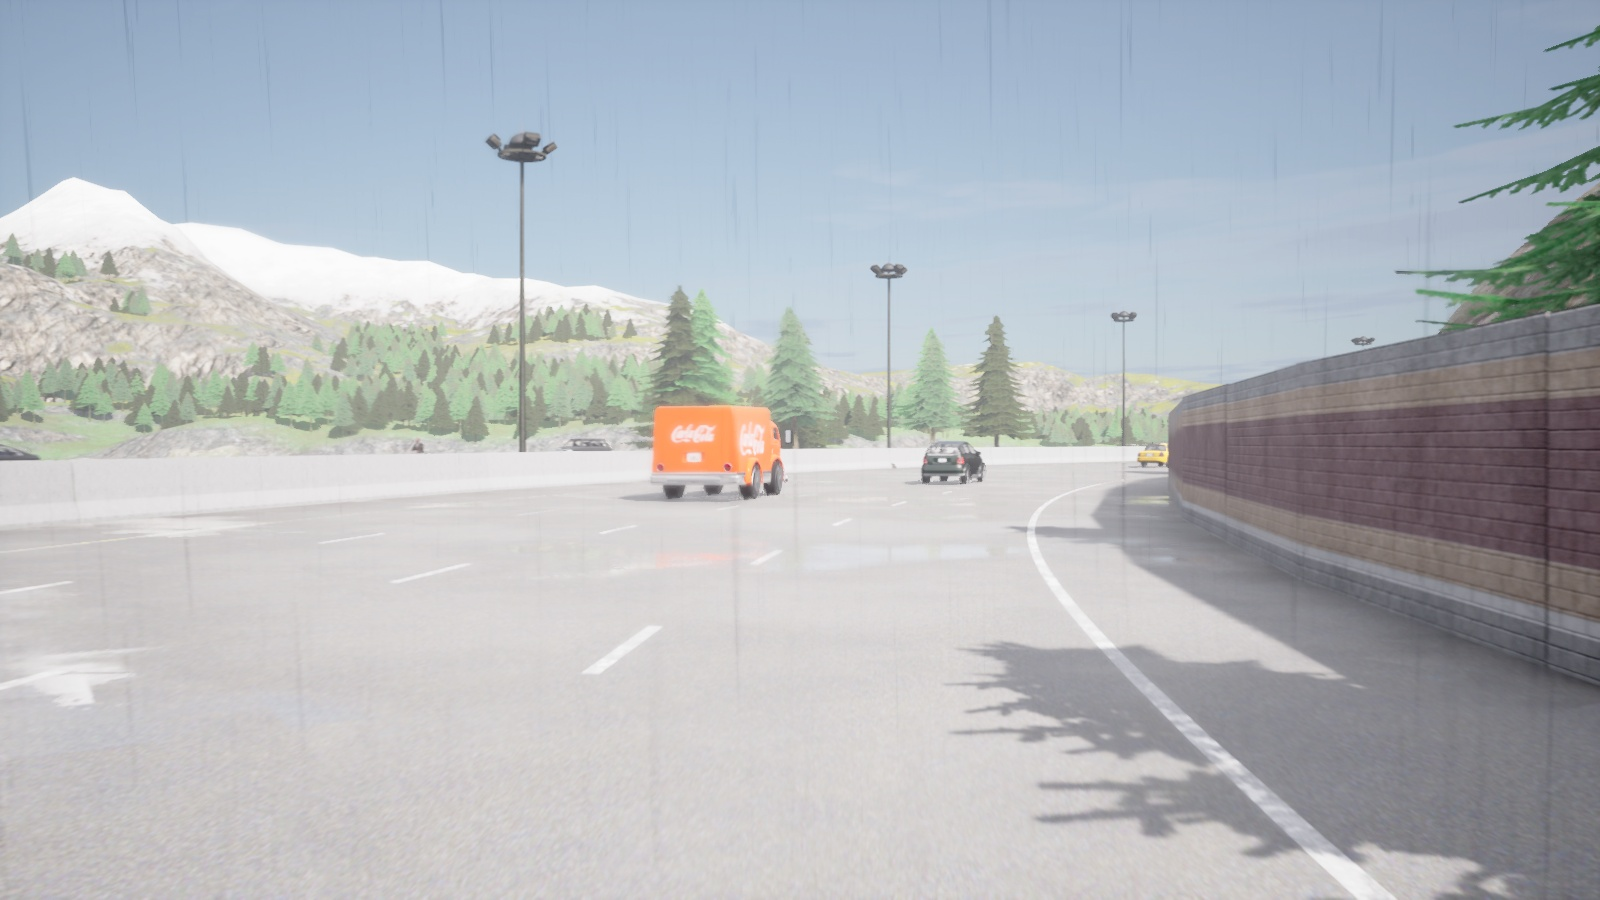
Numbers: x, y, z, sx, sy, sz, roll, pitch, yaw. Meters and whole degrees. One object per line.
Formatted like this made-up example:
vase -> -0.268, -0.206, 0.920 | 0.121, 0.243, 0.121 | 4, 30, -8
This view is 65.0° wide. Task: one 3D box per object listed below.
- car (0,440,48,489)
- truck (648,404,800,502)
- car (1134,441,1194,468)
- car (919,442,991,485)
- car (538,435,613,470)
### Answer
car -> -26.183, 0.458, 38.836 | 2.128, 1.511, 4.902 | 0, 0, 15
truck -> -1.963, 0.063, 34.599 | 2.627, 2.467, 5.204 | 0, 0, 16
car -> 22.332, 0.273, 76.910 | 1.801, 1.575, 5.366 | 0, 0, 36
car -> 5.792, 0.467, 46.742 | 1.789, 1.549, 3.705 | 0, 0, 21
car -> -13.056, 0.137, 73.327 | 1.932, 1.855, 4.605 | -3, -1, 26
